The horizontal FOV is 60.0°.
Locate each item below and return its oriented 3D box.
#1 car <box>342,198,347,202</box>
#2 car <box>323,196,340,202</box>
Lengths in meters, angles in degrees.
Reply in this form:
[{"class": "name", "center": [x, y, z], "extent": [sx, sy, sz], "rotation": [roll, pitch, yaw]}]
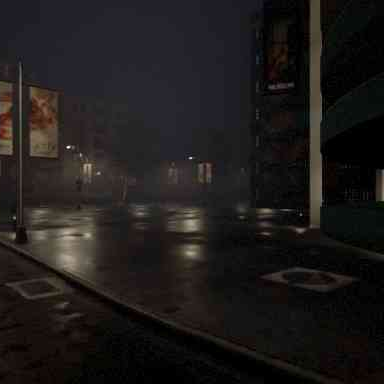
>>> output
[{"class": "car", "center": [22.171, 1.413, 51.038], "extent": [4.786, 1.482, 2.161], "rotation": [0, 0, -41]}, {"class": "car", "center": [15.615, 1.320, 39.957], "extent": [4.674, 1.452, 2.002], "rotation": [0, 0, -41]}]
